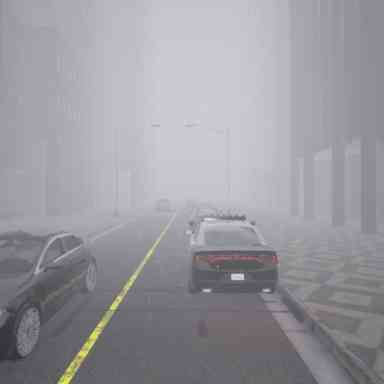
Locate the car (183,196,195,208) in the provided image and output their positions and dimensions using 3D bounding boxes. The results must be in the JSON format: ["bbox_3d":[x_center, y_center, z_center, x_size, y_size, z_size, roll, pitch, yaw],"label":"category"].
[{"bbox_3d":[-0.160,1.505,46.165,1.812,1.442,4.674,0,0,0],"label":"car"}]

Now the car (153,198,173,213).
[{"bbox_3d":[-3.147,1.488,36.884,1.837,1.490,4.892,0,0,0],"label":"car"}]

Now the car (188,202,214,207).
[{"bbox_3d":[0.826,1.521,18.855,1.812,1.442,4.674,0,0,0],"label":"car"}]

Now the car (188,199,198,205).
[{"bbox_3d":[0.801,1.496,24.856,1.837,1.490,4.892,0,0,0],"label":"car"}]

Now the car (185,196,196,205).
[{"bbox_3d":[-0.242,1.451,60.445,1.882,1.535,5.008,0,0,0],"label":"car"}]

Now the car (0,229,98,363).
[{"bbox_3d":[-3.123,1.492,5.999,2.128,1.511,4.902,0,0,0],"label":"car"}]

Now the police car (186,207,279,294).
[{"bbox_3d":[0.865,1.425,8.964,1.930,1.638,5.238,0,0,0],"label":"police car"}]
